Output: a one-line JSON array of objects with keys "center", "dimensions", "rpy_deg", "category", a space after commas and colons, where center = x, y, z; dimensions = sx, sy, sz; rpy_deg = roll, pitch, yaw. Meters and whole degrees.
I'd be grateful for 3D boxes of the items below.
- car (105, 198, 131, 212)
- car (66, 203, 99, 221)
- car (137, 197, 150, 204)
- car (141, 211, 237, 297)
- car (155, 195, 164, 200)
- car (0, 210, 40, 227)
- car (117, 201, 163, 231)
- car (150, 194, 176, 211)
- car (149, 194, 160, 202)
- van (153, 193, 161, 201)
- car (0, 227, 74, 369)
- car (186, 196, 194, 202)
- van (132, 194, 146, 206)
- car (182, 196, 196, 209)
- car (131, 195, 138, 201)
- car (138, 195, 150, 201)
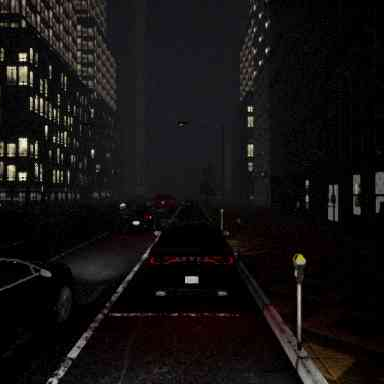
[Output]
[{"center": [-8.833, 1.537, 38.569], "dimensions": [2.008, 1.369, 4.403], "rpy_deg": [0, 0, 0], "category": "car"}, {"center": [-8.832, 1.575, 27.183], "dimensions": [1.802, 1.307, 4.206], "rpy_deg": [0, 0, 0], "category": "car"}, {"center": [-8.833, 1.550, 61.338], "dimensions": [1.802, 1.307, 4.206], "rpy_deg": [0, 0, 0], "category": "car"}, {"center": [-0.006, 1.477, 8.649], "dimensions": [1.882, 1.535, 5.008], "rpy_deg": [0, 0, 0], "category": "car"}, {"center": [-8.832, 1.504, 89.799], "dimensions": [1.947, 1.339, 4.313], "rpy_deg": [0, 0, 0], "category": "car"}, {"center": [-8.833, 1.563, 15.800], "dimensions": [1.947, 1.339, 4.313], "rpy_deg": [0, 0, 0], "category": "car"}, {"center": [-3.058, 1.521, 20.472], "dimensions": [1.812, 1.442, 4.674], "rpy_deg": [0, 0, 0], "category": "car"}, {"center": [-3.158, 1.208, 38.579], "dimensions": [2.150, 2.045, 5.566], "rpy_deg": [0, 0, 0], "category": "car"}, {"center": [-8.832, 1.391, 78.413], "dimensions": [1.967, 1.590, 4.097], "rpy_deg": [0, 0, 0], "category": "car"}, {"center": [-8.831, 1.286, 84.106], "dimensions": [1.690, 1.788, 3.998], "rpy_deg": [0, 0, 0], "category": "van"}, {"center": [-3.045, 1.491, 4.119], "dimensions": [2.128, 1.511, 4.902], "rpy_deg": [0, 0, 0], "category": "car"}, {"center": [-0.452, 1.533, 78.399], "dimensions": [1.802, 1.307, 4.206], "rpy_deg": [0, 0, 0], "category": "car"}, {"center": [-8.832, 1.315, 55.646], "dimensions": [1.690, 1.788, 3.998], "rpy_deg": [0, 0, 0], "category": "van"}, {"center": [-0.452, 1.548, 44.248], "dimensions": [1.947, 1.339, 4.313], "rpy_deg": [0, 0, 0], "category": "car"}, {"center": [-8.833, 1.523, 49.953], "dimensions": [1.887, 1.381, 4.507], "rpy_deg": [0, 0, 0], "category": "car"}, {"center": [-6.146, 1.494, 48.812], "dimensions": [2.128, 1.511, 4.902], "rpy_deg": [0, 0, 0], "category": "car"}]
